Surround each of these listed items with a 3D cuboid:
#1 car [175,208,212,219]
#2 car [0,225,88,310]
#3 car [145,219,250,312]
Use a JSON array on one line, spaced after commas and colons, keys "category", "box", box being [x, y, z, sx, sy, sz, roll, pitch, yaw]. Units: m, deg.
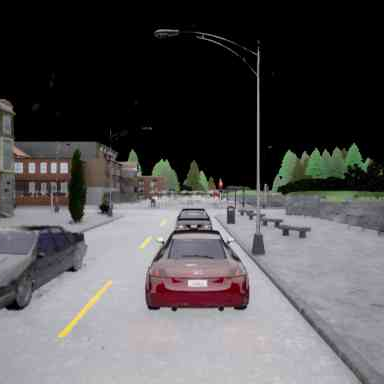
[{"category": "car", "box": [0.074, 1.547, 17.055, 2.033, 1.411, 5.357, 0, 0, 0]}, {"category": "car", "box": [-4.110, 1.547, 8.037, 2.033, 1.411, 5.357, 0, 0, 0]}, {"category": "car", "box": [0.091, 1.564, 7.819, 1.994, 1.385, 4.181, 0, 0, 0]}]
